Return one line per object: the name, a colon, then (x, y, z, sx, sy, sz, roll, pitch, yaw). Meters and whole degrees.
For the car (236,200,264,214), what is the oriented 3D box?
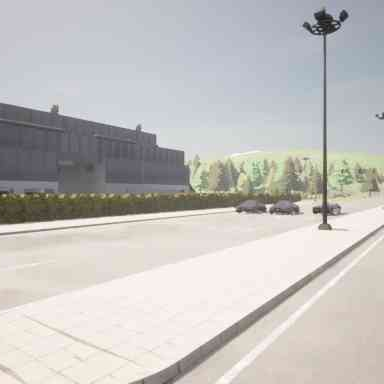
car: (6.271, 1.564, 34.955, 1.994, 1.385, 4.181, 0, 0, 36)

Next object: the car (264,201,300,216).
car: (9.223, 1.564, 33.066, 1.994, 1.385, 4.181, 0, 0, 36)

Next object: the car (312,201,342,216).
car: (13.314, 1.601, 32.755, 1.895, 1.301, 4.718, 0, 0, 36)
